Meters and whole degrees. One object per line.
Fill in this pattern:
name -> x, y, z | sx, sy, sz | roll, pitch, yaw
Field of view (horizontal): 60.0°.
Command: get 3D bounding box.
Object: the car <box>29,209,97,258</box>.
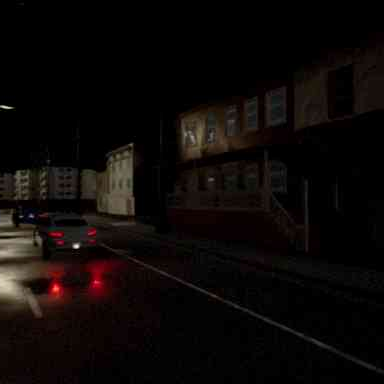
car -> -5.087, 1.594, 13.158 | 1.812, 1.442, 4.674 | 1, -1, -31

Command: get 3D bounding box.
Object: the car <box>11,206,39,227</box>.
car -> -11.892, 1.691, 24.021 | 2.033, 1.411, 5.357 | 1, -1, -32
